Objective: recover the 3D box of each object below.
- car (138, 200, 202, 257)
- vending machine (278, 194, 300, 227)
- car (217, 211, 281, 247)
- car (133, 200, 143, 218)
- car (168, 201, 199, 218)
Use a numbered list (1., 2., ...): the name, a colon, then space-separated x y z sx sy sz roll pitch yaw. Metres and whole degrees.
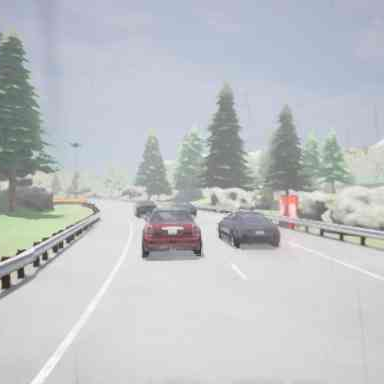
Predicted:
1. car: -0.892 1.359 13.275 2.097 1.767 4.553 0 0 -6
2. vending machine: 6.321 1.183 21.760 1.100 2.100 0.880 0 0 -10
3. car: 2.415 1.561 15.026 1.994 1.385 4.181 0 0 -7
4. car: -4.387 1.528 31.066 1.837 1.490 4.892 0 0 -15
5. car: -0.893 1.577 31.491 1.994 1.385 4.181 0 0 -15
